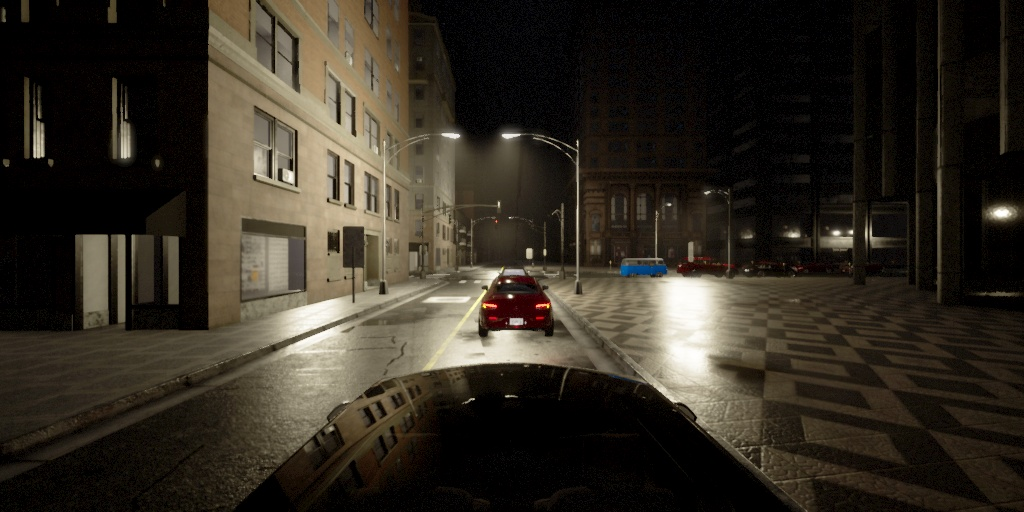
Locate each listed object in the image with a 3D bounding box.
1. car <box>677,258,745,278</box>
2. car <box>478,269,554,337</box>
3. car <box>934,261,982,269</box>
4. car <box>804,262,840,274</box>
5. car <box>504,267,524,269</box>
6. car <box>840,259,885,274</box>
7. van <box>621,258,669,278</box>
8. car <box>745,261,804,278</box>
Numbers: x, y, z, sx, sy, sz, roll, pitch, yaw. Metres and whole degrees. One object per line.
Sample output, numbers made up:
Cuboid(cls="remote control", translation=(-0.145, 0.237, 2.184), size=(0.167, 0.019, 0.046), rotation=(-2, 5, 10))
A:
Cuboid(cls="car", translation=(17.383, 1.074, 32.046), size=(5.009, 1.841, 2.192), rotation=(0, 0, -1))
Cuboid(cls="car", translation=(0.095, 1.270, 10.148), size=(1.812, 1.442, 4.674), rotation=(0, 0, 0))
Cuboid(cls="car", translation=(39.940, 1.186, 32.379), size=(4.097, 1.591, 1.967), rotation=(0, 0, -1))
Cuboid(cls="car", translation=(34.199, 1.326, 40.821), size=(4.207, 1.307, 1.802), rotation=(0, 0, -1))
Cuboid(cls="car", translation=(0.110, 1.300, 20.020), size=(1.994, 1.385, 4.181), rotation=(0, 0, 0))
Cuboid(cls="car", translation=(39.838, 1.180, 40.904), size=(4.097, 1.591, 1.967), rotation=(0, 0, -1))
Cuboid(cls="van", translation=(11.742, 1.101, 31.962), size=(3.998, 1.789, 1.690), rotation=(0, 0, -1))
Cuboid(cls="car", translation=(23.022, 1.322, 32.129), size=(4.313, 1.339, 1.948), rotation=(0, 0, -1))
